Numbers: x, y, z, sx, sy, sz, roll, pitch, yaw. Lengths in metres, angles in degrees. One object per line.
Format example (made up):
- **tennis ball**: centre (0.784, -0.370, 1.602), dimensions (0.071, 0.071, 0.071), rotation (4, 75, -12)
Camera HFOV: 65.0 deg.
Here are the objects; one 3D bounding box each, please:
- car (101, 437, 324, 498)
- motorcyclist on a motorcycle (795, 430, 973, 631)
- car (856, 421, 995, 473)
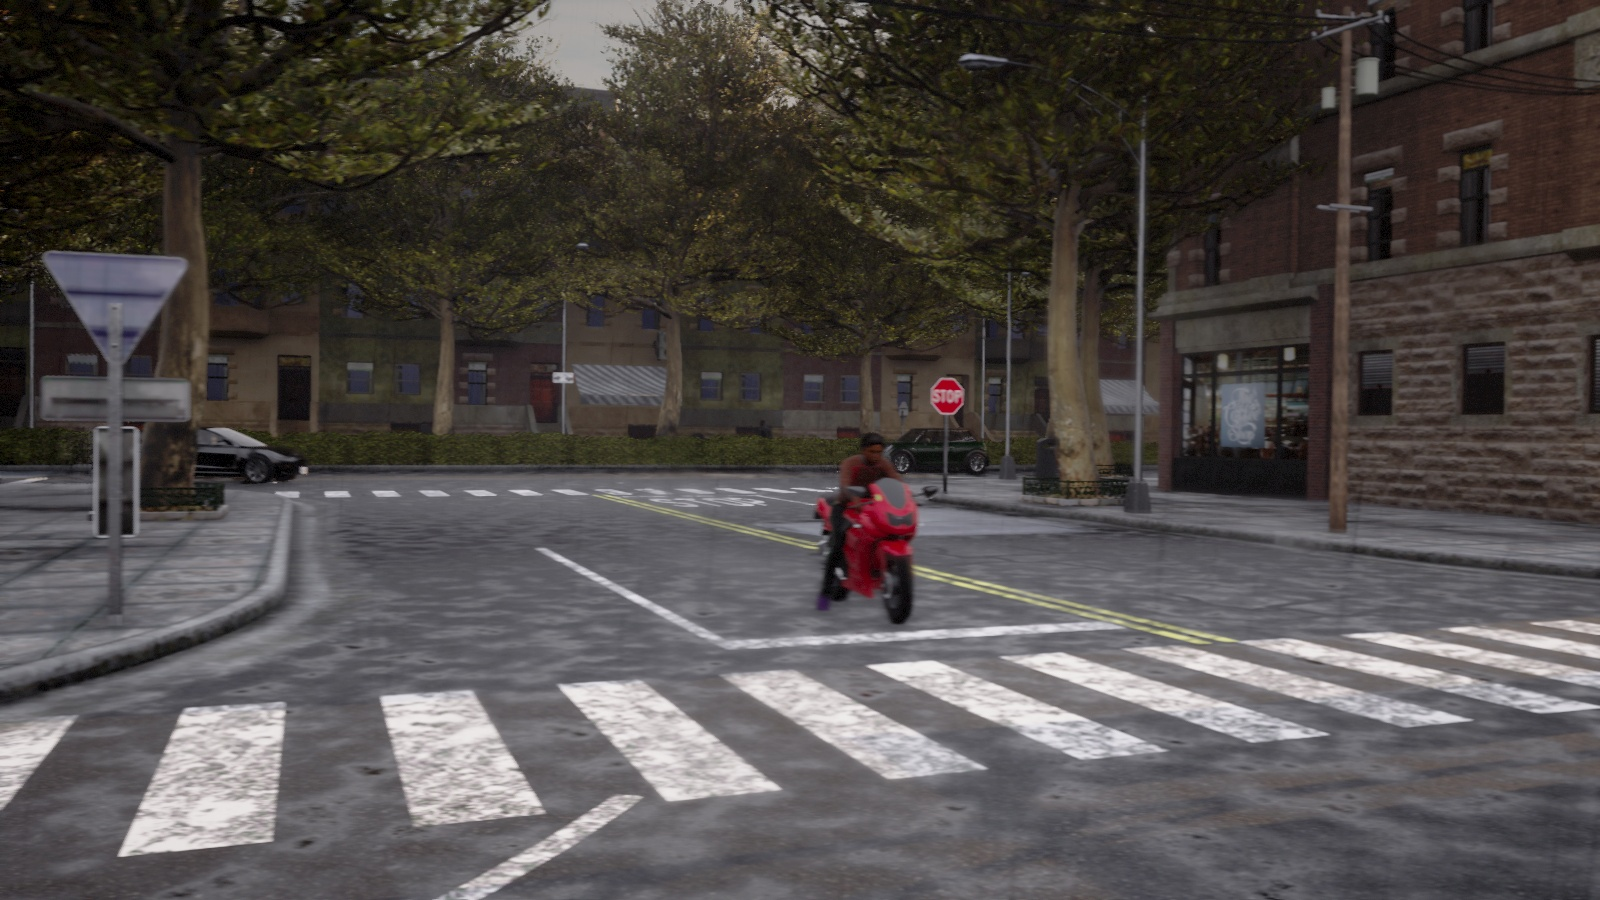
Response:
- **car**: centre (-15.270, 0.428, 32.872), dimensions (4.792, 1.488, 2.163), rotation (-1, 1, -1)
- **motorcyclist on a motorcycle**: centre (0.651, 0.600, 10.652), dimensions (0.797, 1.523, 2.044), rotation (-1, 1, -18)
- **car**: centre (4.565, -0.136, 45.634), dimensions (4.553, 1.767, 2.097), rotation (-1, 1, -21)
